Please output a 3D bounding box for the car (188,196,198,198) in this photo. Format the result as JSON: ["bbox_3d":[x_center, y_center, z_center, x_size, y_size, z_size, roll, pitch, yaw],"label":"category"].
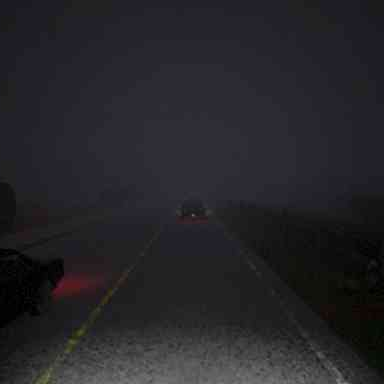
[{"bbox_3d":[0.099,1.239,42.341,1.994,1.385,4.181,0,0,0],"label":"car"}]

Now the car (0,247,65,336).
[{"bbox_3d":[-3.563,1.565,4.643,1.895,1.301,4.718,0,0,0],"label":"car"}]

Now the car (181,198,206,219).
[{"bbox_3d":[0.093,1.396,26.704,1.895,1.301,4.718,0,0,0],"label":"car"}]
